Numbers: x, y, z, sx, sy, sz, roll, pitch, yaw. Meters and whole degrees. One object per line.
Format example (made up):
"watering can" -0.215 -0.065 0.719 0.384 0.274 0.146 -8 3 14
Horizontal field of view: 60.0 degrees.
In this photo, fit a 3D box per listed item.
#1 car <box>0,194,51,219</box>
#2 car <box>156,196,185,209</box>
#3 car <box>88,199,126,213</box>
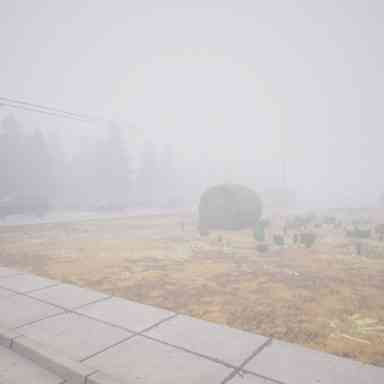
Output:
"car" -15.513 1.248 29.733 2.150 2.045 5.566 0 0 36
"car" -2.959 1.379 46.702 2.097 1.767 4.553 0 0 37
"car" -9.561 1.553 37.777 1.812 1.442 4.674 0 0 37
